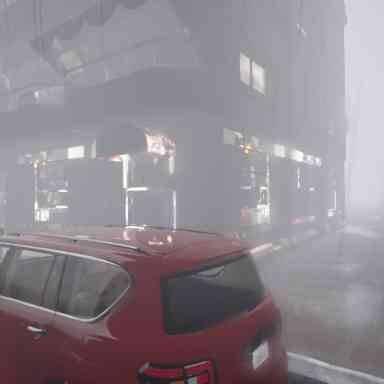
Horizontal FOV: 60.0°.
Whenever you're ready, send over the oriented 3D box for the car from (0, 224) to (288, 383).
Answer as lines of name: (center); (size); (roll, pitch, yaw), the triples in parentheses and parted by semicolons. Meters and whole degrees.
car: (-1.426, 1.316, 3.899); (5.009, 1.841, 2.192); (0, -1, 35)
